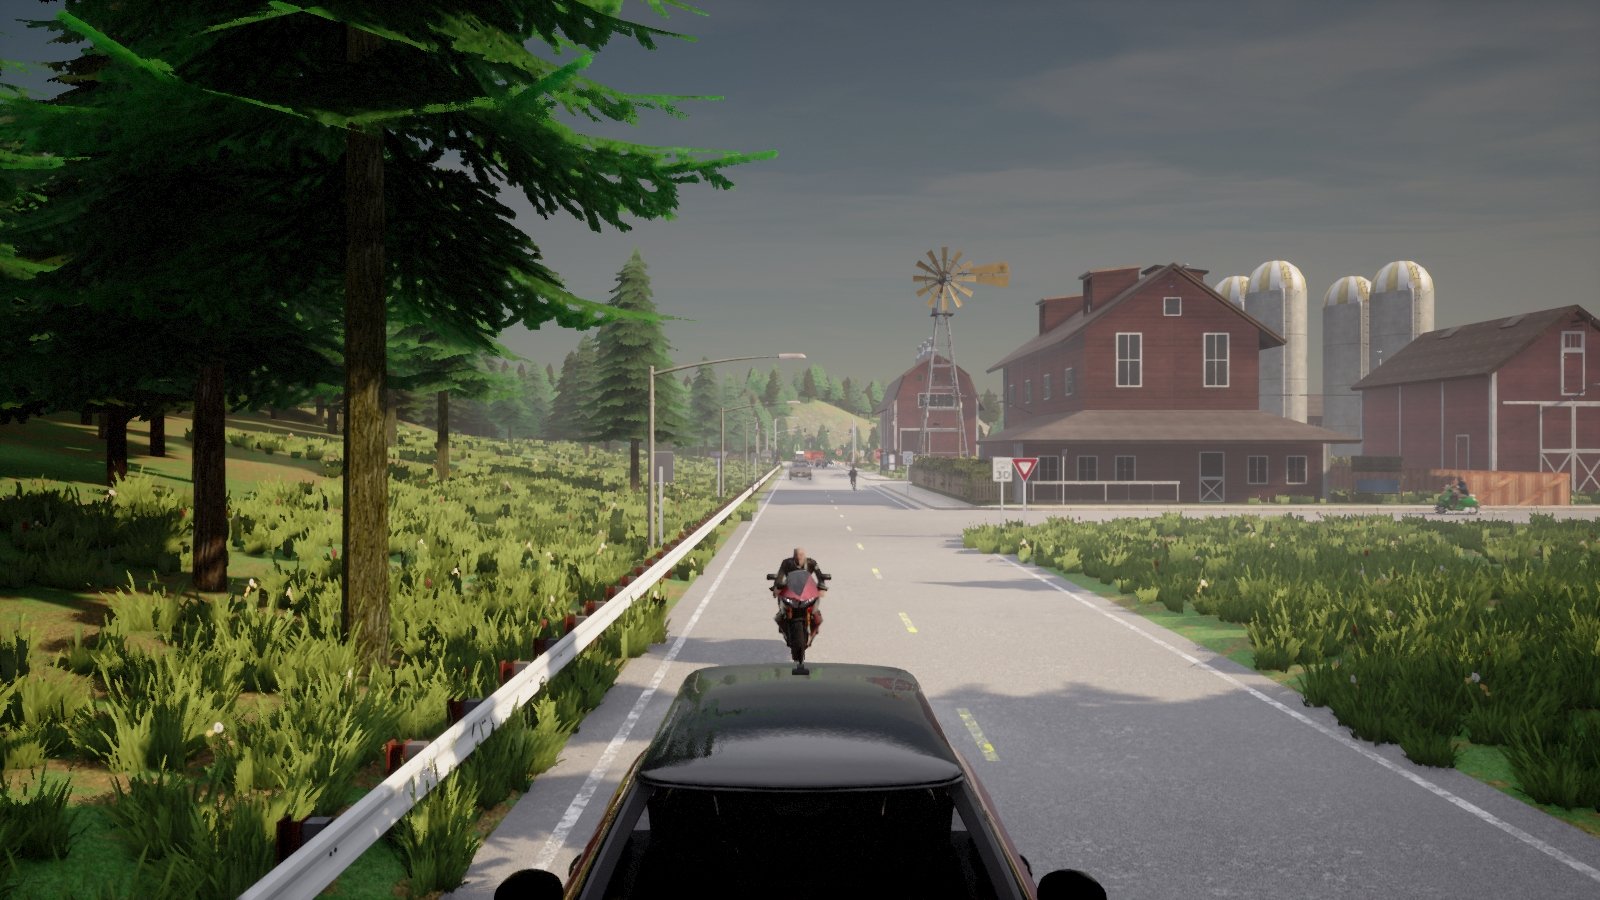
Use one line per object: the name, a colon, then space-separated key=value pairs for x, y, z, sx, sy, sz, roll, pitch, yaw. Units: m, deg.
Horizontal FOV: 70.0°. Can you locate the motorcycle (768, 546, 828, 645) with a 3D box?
motorcycle: x=-0.029 y=2.205 z=17.691 sx=0.867 sy=1.251 sz=2.209 roll=0 pitch=0 yaw=0

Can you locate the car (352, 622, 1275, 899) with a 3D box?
car: x=0.033 y=1.906 z=4.501 sx=2.097 sy=1.767 sz=4.553 roll=0 pitch=0 yaw=0

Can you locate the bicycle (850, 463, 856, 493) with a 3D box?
bicycle: x=3.513 y=1.836 z=75.526 sx=0.329 sy=1.919 sz=1.835 roll=0 pitch=0 yaw=0
